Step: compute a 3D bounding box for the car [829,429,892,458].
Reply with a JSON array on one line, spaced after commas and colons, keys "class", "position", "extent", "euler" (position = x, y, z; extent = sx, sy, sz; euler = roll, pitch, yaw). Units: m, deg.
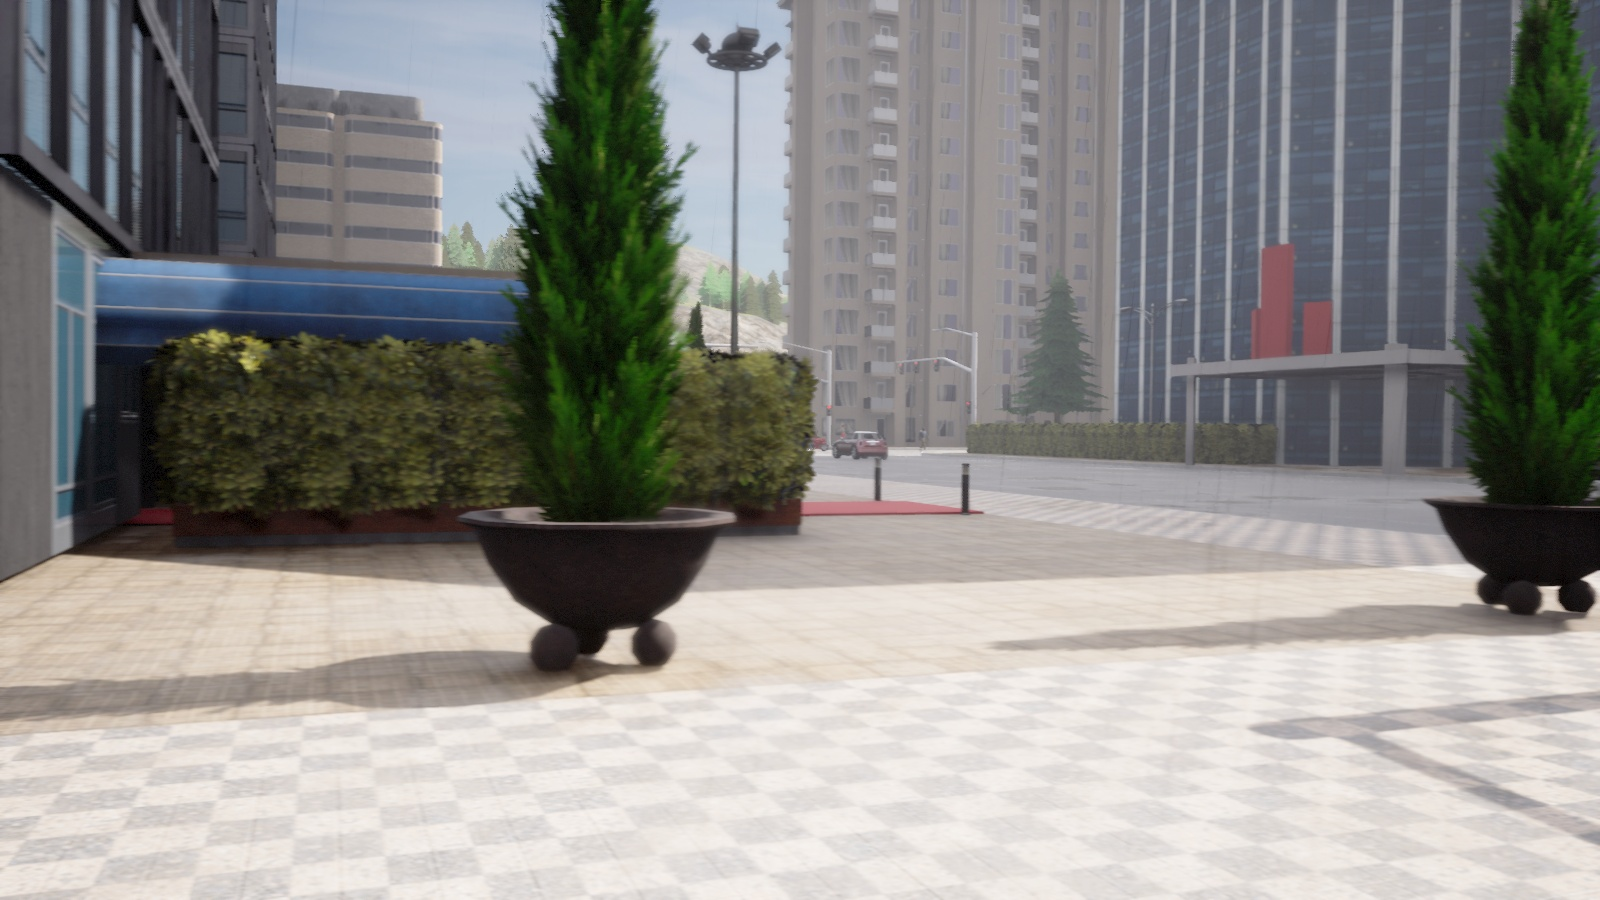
[{"class": "car", "position": [3.170, -0.355, 66.582], "extent": [1.970, 1.475, 3.806], "euler": [-1, 1, -21]}]

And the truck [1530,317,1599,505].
[{"class": "truck", "position": [16.978, -0.713, 21.232], "extent": [2.891, 3.462, 7.936], "euler": [-1, 1, -21]}]

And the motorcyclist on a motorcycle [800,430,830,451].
[{"class": "motorcyclist on a motorcycle", "position": [1.055, -0.679, 88.932], "extent": [2.044, 1.523, 0.797], "euler": [0, 1, 4]}]
